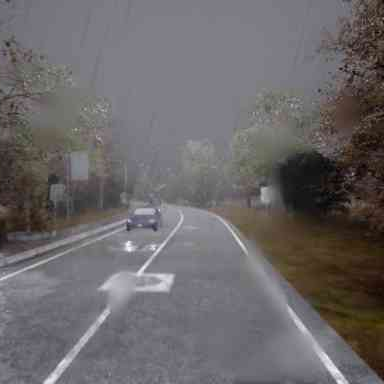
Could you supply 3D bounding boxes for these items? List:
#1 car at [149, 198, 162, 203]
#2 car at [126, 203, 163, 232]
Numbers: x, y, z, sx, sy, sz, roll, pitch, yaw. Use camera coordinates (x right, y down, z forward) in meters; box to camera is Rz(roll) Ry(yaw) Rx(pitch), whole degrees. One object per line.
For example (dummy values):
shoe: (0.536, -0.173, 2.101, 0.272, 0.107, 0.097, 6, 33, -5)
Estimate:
car: (-6.826, 1.853, 61.847, 2.128, 1.511, 4.902, 2, -1, -13)
car: (-2.948, 1.677, 21.537, 1.812, 1.442, 4.674, 0, 0, 2)
